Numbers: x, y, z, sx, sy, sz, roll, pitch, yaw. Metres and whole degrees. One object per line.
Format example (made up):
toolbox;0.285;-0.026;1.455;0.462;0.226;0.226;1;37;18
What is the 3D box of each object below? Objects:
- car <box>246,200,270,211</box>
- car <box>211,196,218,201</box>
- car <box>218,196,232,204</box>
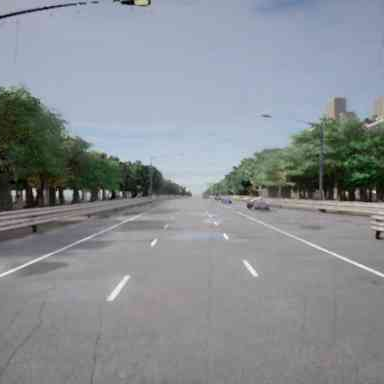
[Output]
car;8.226;1.637;41.848;1.994;1.385;4.181;0;0;-7
car;7.100;1.733;92.462;1.994;1.385;4.181;0;0;0
car;7.032;1.628;68.350;2.033;1.411;5.357;0;0;0
